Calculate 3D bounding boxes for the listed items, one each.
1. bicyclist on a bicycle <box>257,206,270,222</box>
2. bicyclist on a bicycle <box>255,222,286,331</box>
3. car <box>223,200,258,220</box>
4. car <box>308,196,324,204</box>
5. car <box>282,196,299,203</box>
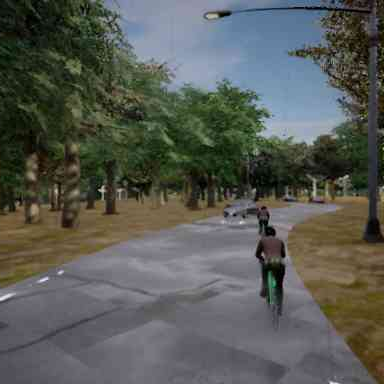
[{"bbox_3d":[3.102,1.434,14.418,0.582,1.620,1.656,0,0,15],"label":"bicyclist on a bicycle"},{"bbox_3d":[1.422,1.462,5.954,0.582,1.620,1.656,0,0,6],"label":"bicyclist on a bicycle"},{"bbox_3d":[4.129,1.403,27.809,2.128,1.511,4.902,0,0,28],"label":"car"},{"bbox_3d":[22.200,1.438,59.704,1.994,1.385,4.181,0,-1,7],"label":"car"},{"bbox_3d":[21.655,1.645,73.470,2.128,1.511,4.902,0,-1,-12],"label":"car"}]
